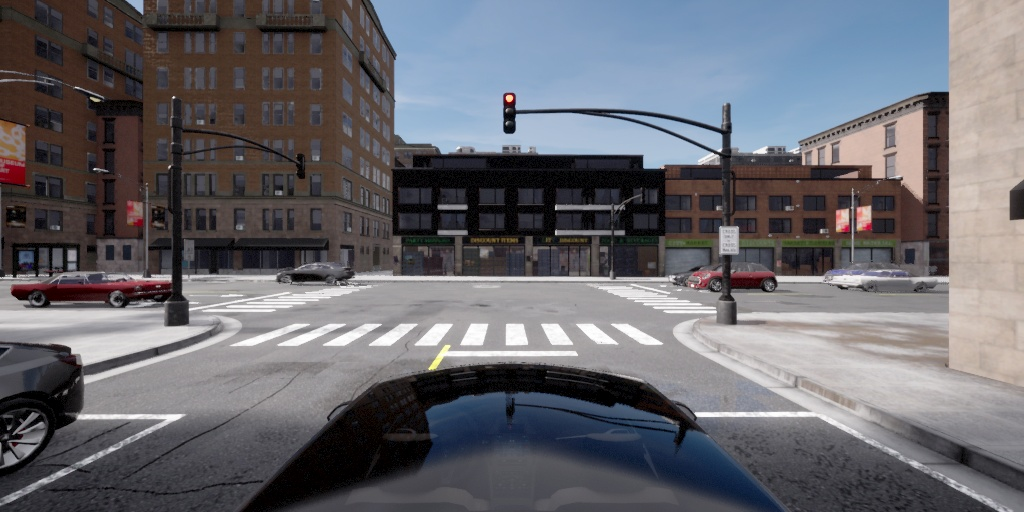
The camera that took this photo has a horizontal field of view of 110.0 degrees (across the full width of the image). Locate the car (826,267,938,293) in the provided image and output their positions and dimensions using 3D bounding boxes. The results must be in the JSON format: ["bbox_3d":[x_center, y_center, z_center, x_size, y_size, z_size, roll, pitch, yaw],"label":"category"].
[{"bbox_3d":[22.018,1.472,21.362,4.718,1.301,1.895,0,0,-1],"label":"car"}]

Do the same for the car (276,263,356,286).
[{"bbox_3d":[-13.166,1.187,24.155,4.902,1.511,2.128,0,0,-1],"label":"car"}]

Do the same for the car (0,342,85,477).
[{"bbox_3d":[-5.388,1.316,2.005,1.948,1.339,4.313,0,0,0],"label":"car"}]

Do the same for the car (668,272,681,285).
[{"bbox_3d":[13.170,1.351,24.500,4.674,1.442,1.812,0,0,-1],"label":"car"}]

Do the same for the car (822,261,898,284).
[{"bbox_3d":[24.185,1.237,24.644,4.553,1.767,2.097,0,0,-1],"label":"car"}]

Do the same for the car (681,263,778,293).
[{"bbox_3d":[12.932,1.176,21.245,4.553,1.767,2.097,0,0,-1],"label":"car"}]

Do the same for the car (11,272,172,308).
[{"bbox_3d":[-16.203,1.281,14.161,4.718,1.301,1.895,0,0,-1],"label":"car"}]
